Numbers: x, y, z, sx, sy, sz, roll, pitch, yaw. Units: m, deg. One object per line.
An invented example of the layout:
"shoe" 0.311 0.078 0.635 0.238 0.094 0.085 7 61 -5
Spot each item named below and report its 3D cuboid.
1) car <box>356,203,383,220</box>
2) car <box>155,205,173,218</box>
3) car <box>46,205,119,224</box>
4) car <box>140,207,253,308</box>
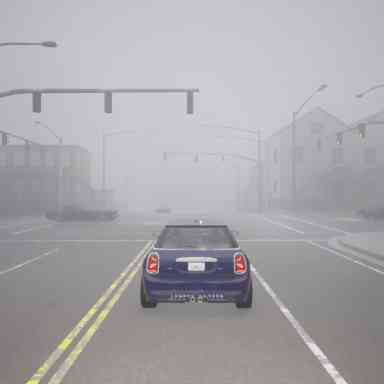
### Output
"car" 16.633 1.547 27.651 5.357 1.411 2.033 0 0 -1
"car" -3.551 2.570 42.552 1.895 1.301 4.718 0 -8 0
"car" -7.658 1.553 23.649 4.718 1.301 1.895 0 0 -1
"car" 0.094 1.352 8.068 2.097 1.767 4.553 0 0 0
